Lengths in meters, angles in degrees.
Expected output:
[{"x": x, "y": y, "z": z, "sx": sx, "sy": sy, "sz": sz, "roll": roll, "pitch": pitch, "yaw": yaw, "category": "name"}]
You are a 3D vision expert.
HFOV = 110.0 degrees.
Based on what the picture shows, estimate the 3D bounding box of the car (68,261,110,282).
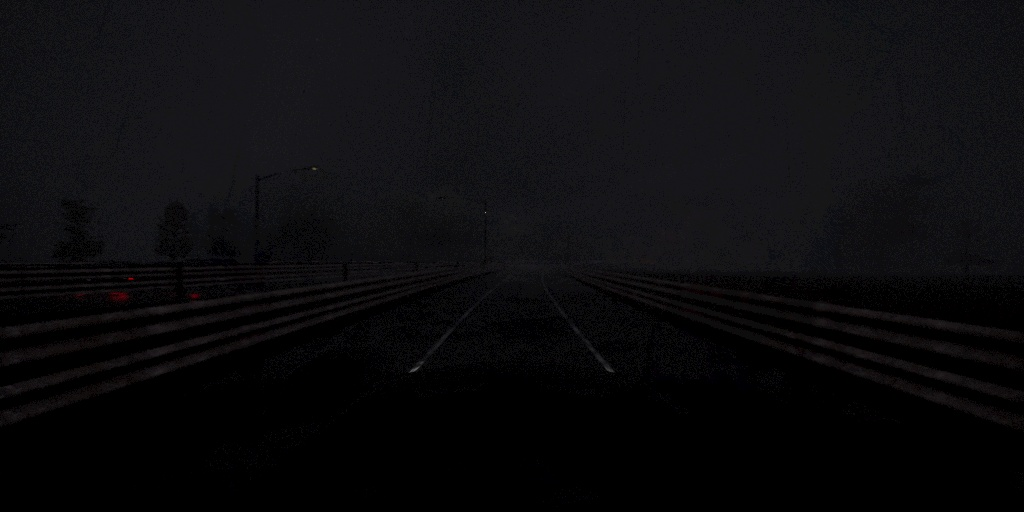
[{"x": -24.080, "y": 1.073, "z": 22.496, "sx": 2.128, "sy": 1.511, "sz": 4.902, "roll": 0, "pitch": -1, "yaw": 13, "category": "car"}]

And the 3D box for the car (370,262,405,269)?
[{"x": -15.304, "y": 1.389, "z": 44.298, "sx": 2.033, "sy": 1.411, "sz": 5.357, "roll": 0, "pitch": -1, "yaw": 14, "category": "car"}]

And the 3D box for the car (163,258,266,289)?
[{"x": -17.173, "y": 0.935, "z": 21.330, "sx": 2.097, "sy": 1.767, "sz": 4.553, "roll": 0, "pitch": -1, "yaw": 13, "category": "car"}]

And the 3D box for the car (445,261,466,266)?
[{"x": -8.367, "y": 1.521, "z": 57.036, "sx": 1.812, "sy": 1.442, "sz": 4.674, "roll": 0, "pitch": -1, "yaw": 15, "category": "car"}]

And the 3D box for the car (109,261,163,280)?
[{"x": -20.618, "y": 1.082, "z": 21.933, "sx": 1.837, "sy": 1.490, "sz": 4.892, "roll": 0, "pitch": -1, "yaw": 13, "category": "car"}]
